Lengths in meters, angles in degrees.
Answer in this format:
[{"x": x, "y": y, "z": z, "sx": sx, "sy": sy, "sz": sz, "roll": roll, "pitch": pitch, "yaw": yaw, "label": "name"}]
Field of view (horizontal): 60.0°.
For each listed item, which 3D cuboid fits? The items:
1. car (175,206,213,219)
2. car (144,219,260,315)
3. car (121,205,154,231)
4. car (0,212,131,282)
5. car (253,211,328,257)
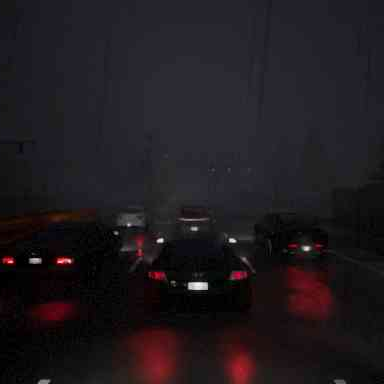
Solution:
[{"x": 0.106, "y": 1.489, "z": 17.762, "sx": 2.128, "sy": 1.511, "sz": 4.902, "roll": 0, "pitch": 0, "yaw": 0, "label": "car"}, {"x": 0.103, "y": 1.562, "z": 7.641, "sx": 1.994, "sy": 1.385, "sz": 4.181, "roll": 0, "pitch": 0, "yaw": 0, "label": "car"}, {"x": -3.395, "y": 1.522, "z": 20.213, "sx": 1.812, "sy": 1.442, "sz": 4.674, "roll": 0, "pitch": 0, "yaw": 0, "label": "car"}, {"x": -3.397, "y": 1.545, "z": 9.740, "sx": 2.033, "sy": 1.411, "sz": 5.357, "roll": 0, "pitch": 0, "yaw": 0, "label": "car"}, {"x": 3.602, "y": 1.503, "z": 12.879, "sx": 1.837, "sy": 1.490, "sz": 4.892, "roll": 0, "pitch": 0, "yaw": 0, "label": "car"}]
